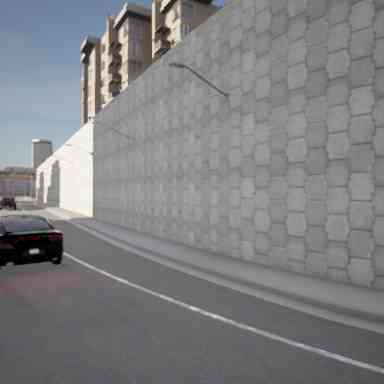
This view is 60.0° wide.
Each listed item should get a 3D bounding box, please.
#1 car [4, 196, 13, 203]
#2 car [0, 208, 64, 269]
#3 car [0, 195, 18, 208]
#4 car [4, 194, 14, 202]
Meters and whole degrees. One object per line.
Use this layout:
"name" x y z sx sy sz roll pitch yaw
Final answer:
"car" -40.956 1.603 74.310 1.837 1.490 4.892 1 0 -29
"car" -5.828 1.498 11.247 1.882 1.535 5.008 0 0 -36
"car" -24.677 1.568 44.691 1.837 1.490 4.892 1 0 -29
"car" -45.308 1.469 82.287 2.097 1.767 4.553 1 0 -29
